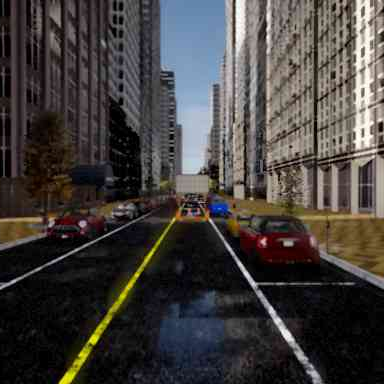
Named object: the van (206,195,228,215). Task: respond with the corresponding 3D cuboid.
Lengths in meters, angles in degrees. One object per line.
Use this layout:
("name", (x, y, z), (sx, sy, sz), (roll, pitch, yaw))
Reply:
("van", (2.681, 1.392, 33.907), (1.690, 1.788, 3.998), (-1, 0, 0))

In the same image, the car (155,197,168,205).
("car", (-5.697, 1.644, 62.325), (2.008, 1.369, 4.403), (-1, 0, 0))

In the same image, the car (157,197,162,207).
("car", (-5.698, 1.619, 45.274), (2.008, 1.369, 4.403), (-1, 0, 0))

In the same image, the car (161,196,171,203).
("car", (-5.697, 1.660, 73.692), (2.008, 1.369, 4.403), (-1, 0, 0))

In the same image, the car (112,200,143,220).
("car", (-5.697, 1.593, 28.223), (2.008, 1.369, 4.403), (-1, 0, 0))

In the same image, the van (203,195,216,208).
("van", (2.682, 1.417, 50.958), (1.690, 1.788, 3.998), (-1, 0, 0))

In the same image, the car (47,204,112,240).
("car", (-5.698, 1.466, 16.856), (1.967, 1.590, 4.097), (-1, 0, 0))

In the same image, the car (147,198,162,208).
("car", (-5.697, 1.658, 50.957), (1.802, 1.307, 4.206), (-1, 0, 0))

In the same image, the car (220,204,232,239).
("car", (2.683, 1.551, 17.025), (1.752, 1.417, 4.829), (-1, 0, 0))

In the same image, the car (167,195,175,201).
("car", (-5.698, 1.574, 90.743), (1.967, 1.590, 4.097), (-1, 0, 0))

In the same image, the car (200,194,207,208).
("car", (2.681, 1.383, 45.274), (2.192, 1.841, 5.009), (-1, 0, 0))

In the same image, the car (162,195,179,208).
("car", (-3.077, 1.554, 50.823), (1.882, 1.535, 5.008), (0, 0, 0))

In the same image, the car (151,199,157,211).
("car", (-5.697, 1.604, 39.590), (1.887, 1.381, 4.507), (-1, 0, 0))

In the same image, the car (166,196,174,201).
("car", (-5.697, 1.708, 85.059), (1.802, 1.307, 4.206), (-1, 0, 0))

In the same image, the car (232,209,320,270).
("car", (2.682, 1.457, 11.172), (1.967, 1.590, 4.097), (-1, 0, 0))

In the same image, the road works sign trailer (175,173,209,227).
("road works sign trailer", (0.020, 0.499, 23.280), (2.380, 3.560, 2.880), (0, 0, 0))

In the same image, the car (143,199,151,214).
("car", (-5.697, 1.617, 33.906), (1.947, 1.339, 4.313), (-1, 0, 0))

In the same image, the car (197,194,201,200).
("car", (2.684, 1.660, 73.691), (2.008, 1.369, 4.403), (-1, 0, 0))
